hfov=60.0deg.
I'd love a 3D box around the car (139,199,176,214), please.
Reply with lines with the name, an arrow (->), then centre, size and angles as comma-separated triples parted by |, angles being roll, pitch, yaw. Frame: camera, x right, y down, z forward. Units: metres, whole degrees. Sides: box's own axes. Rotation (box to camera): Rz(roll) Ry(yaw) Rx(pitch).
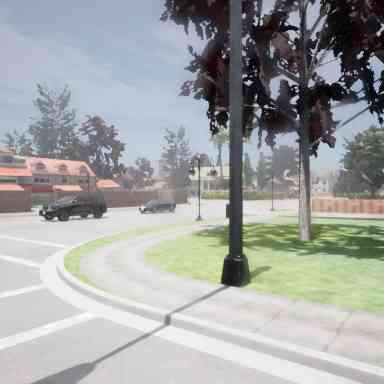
car -> -3.661, 1.492, 35.905 | 2.128, 1.511, 4.902 | 0, 0, 34

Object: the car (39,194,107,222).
car -> -9.536, 1.222, 27.239 | 2.150, 2.045, 5.566 | 0, 0, 35
